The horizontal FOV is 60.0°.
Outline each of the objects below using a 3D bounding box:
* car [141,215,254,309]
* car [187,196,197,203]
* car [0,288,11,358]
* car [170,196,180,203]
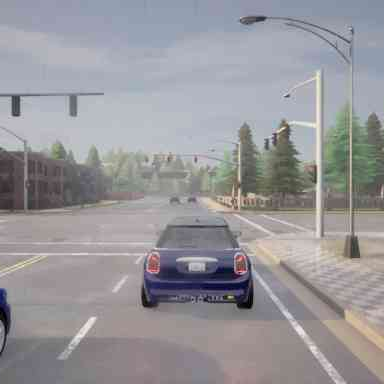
[{"bbox_3d":[0.154,1.352,8.060,2.097,1.767,4.553,0,0,2],"label":"car"},{"bbox_3d":[-0.003,1.505,68.348,1.837,1.490,4.892,0,0,0],"label":"car"},{"bbox_3d":[-3.442,1.478,2.604,1.882,1.535,5.008,0,0,0],"label":"car"},{"bbox_3d":[-3.503,1.505,68.348,1.837,1.490,4.892,0,0,0],"label":"car"}]
